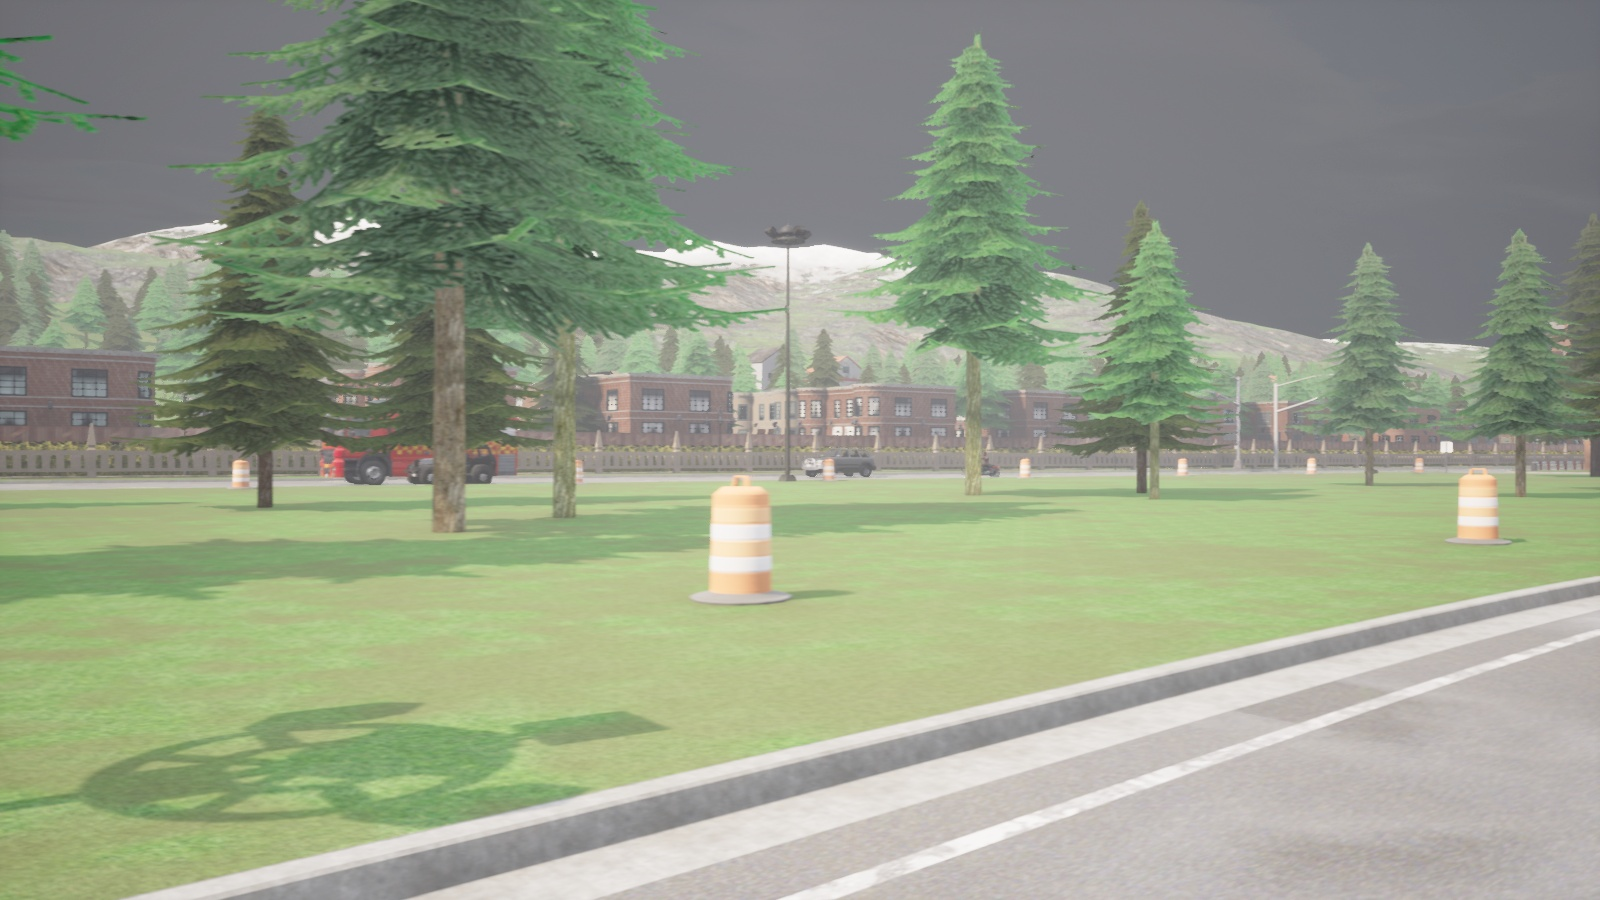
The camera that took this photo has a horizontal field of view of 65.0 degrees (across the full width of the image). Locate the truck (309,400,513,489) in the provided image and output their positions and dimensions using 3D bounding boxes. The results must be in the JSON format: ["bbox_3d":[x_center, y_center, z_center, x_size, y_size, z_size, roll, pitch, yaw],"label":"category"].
[{"bbox_3d":[-17.782,-0.241,57.689,8.468,3.827,2.891,0,0,-35],"label":"truck"}]

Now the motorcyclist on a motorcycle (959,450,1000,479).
[{"bbox_3d":[10.611,0.855,74.267,2.350,1.649,0.766,0,0,-20],"label":"motorcyclist on a motorcycle"}]

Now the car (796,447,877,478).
[{"bbox_3d":[2.221,0.743,75.962,4.605,1.855,1.932,0,0,-35],"label":"car"}]

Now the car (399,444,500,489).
[{"bbox_3d":[-15.365,0.708,55.105,3.866,1.878,1.905,0,0,-35],"label":"car"}]
